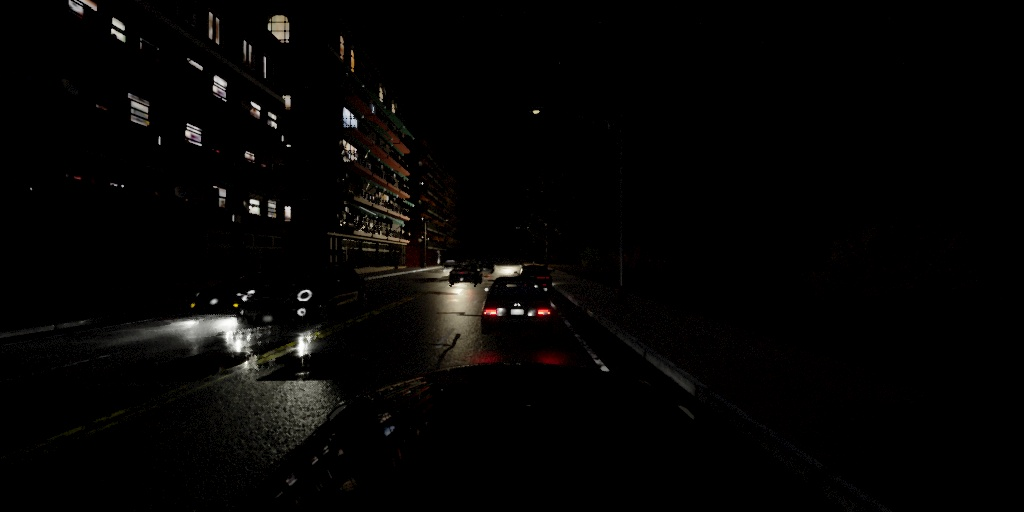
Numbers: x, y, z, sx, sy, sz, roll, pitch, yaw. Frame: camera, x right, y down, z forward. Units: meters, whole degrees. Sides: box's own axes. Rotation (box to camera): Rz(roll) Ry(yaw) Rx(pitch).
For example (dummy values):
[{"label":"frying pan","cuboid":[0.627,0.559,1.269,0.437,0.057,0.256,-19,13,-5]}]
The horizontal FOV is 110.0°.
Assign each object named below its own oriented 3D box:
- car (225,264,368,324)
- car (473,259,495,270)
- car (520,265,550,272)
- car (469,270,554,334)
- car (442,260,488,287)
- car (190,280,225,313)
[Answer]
[{"label":"car","cuboid":[-6.579,1.103,11.903,2.097,1.767,4.553,0,0,0]},{"label":"car","cuboid":[-3.062,1.242,42.324,2.128,1.511,4.902,0,0,0]},{"label":"car","cuboid":[1.177,1.257,20.219,1.837,1.490,4.892,0,0,0]},{"label":"car","cuboid":[0.120,1.299,10.531,2.033,1.411,5.357,0,0,0]},{"label":"car","cuboid":[-3.101,1.244,24.642,2.128,1.511,4.902,0,0,0]},{"label":"car","cuboid":[-9.824,1.315,13.813,1.994,1.385,4.181,0,0,0]}]
